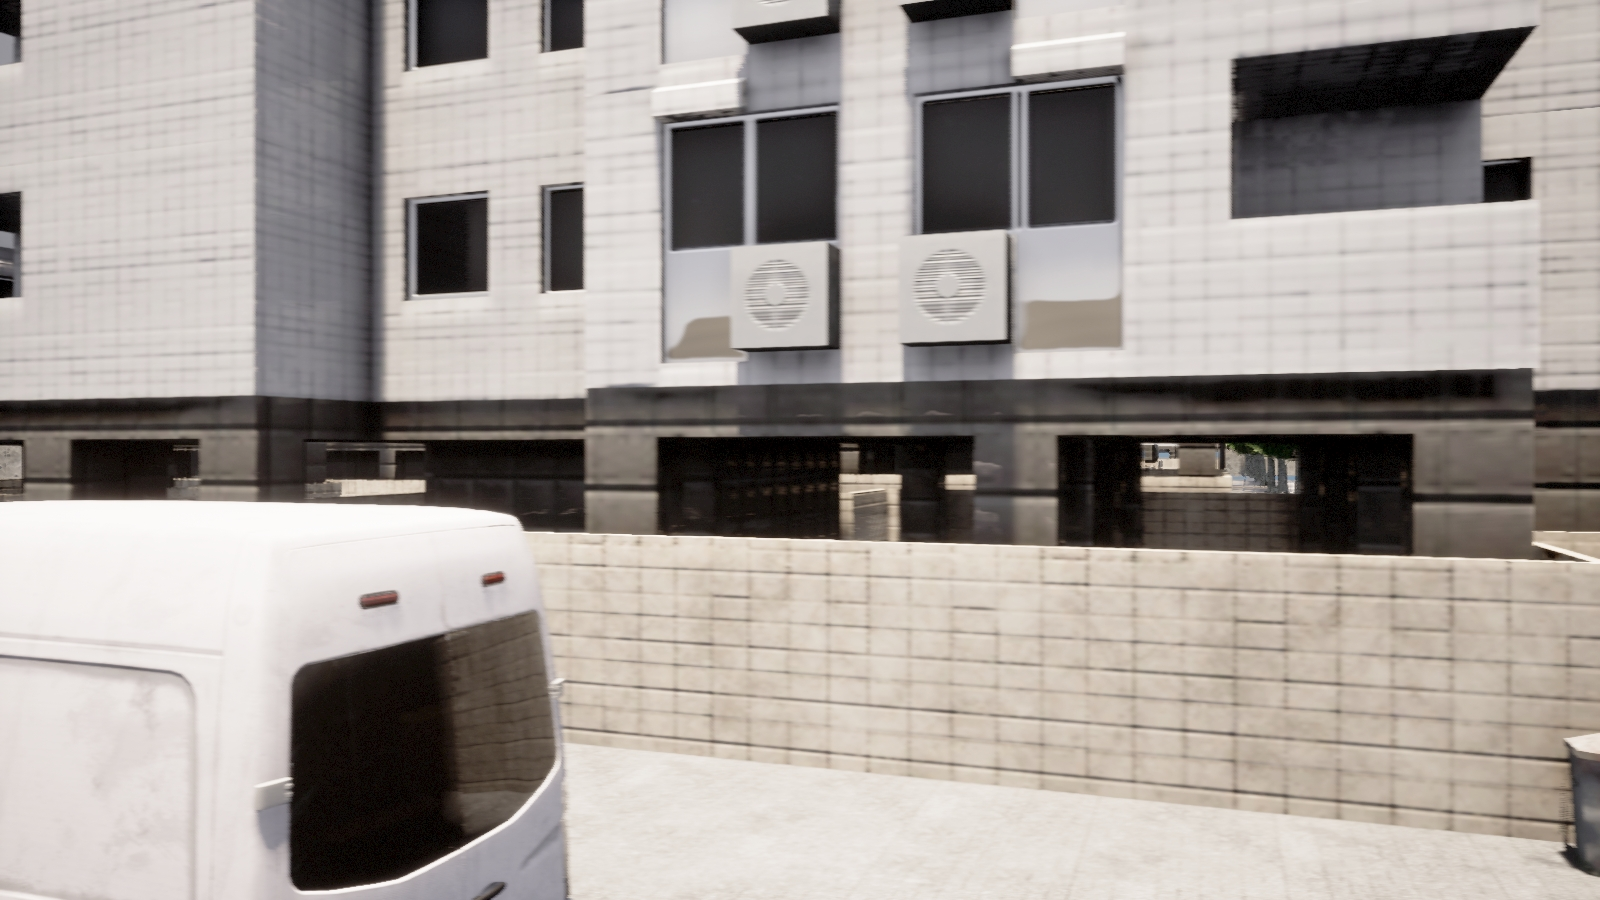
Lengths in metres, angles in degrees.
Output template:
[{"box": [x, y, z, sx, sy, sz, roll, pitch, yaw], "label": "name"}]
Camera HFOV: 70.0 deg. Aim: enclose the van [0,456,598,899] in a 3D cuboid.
[{"box": [-4.049, 1.314, 5.325, 5.915, 2.561, 1.988, 0, 0, 20], "label": "van"}]
